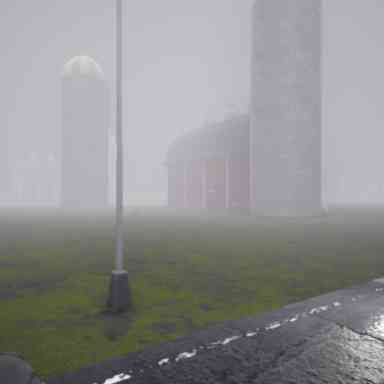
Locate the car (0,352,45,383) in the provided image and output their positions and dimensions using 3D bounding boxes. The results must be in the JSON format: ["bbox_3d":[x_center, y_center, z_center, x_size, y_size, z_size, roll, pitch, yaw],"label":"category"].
[{"bbox_3d":[-2.634,1.562,1.161,4.181,1.385,1.994,0,0,-36],"label":"car"}]
